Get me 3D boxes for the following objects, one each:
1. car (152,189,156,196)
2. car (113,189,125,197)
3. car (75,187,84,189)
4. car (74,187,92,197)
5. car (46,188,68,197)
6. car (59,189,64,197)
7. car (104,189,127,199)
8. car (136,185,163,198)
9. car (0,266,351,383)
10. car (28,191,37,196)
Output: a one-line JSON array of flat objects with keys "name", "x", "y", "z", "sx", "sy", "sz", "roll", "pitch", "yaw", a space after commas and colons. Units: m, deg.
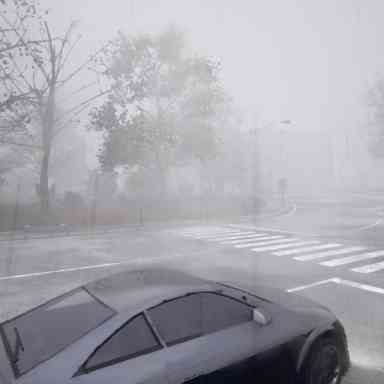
[{"name": "car", "x": -4.889, "y": 0.127, "z": 56.140, "sx": 2.231, "sy": 1.521, "sz": 4.892, "roll": -1, "pitch": 2, "yaw": 16}, {"name": "car", "x": -12.038, "y": 0.125, "z": 61.458, "sx": 2.185, "sy": 1.767, "sz": 4.553, "roll": -2, "pitch": 1, "yaw": 17}, {"name": "car", "x": -23.787, "y": 0.062, "z": 70.567, "sx": 2.435, "sy": 2.045, "sz": 5.566, "roll": 0, "pitch": 2, "yaw": 18}, {"name": "car", "x": -21.445, "y": 0.351, "z": 68.735, "sx": 2.163, "sy": 1.488, "sz": 4.792, "roll": -1, "pitch": 2, "yaw": 18}, {"name": "car", "x": -30.753, "y": 0.103, "z": 76.151, "sx": 2.185, "sy": 1.767, "sz": 4.553, "roll": 0, "pitch": 2, "yaw": 19}, {"name": "car", "x": -26.112, "y": 0.294, "z": 72.451, "sx": 2.231, "sy": 1.521, "sz": 4.892, "roll": -1, "pitch": 2, "yaw": 18}, {"name": "car", "x": -14.433, "y": 0.286, "z": 63.111, "sx": 1.946, "sy": 1.575, "sz": 5.366, "roll": -1, "pitch": 2, "yaw": 17}, {"name": "car", "x": -7.290, "y": -0.082, "z": 57.878, "sx": 2.435, "sy": 2.045, "sz": 5.566, "roll": -1, "pitch": 2, "yaw": 17}, {"name": "car", "x": -0.164, "y": 1.563, "z": 3.611, "sx": 4.181, "sy": 1.385, "sz": 1.994, "roll": 0, "pitch": 0, "yaw": -35}, {"name": "car", "x": -37.635, "y": 0.114, "z": 81.832, "sx": 2.097, "sy": 1.535, "sz": 5.008, "roll": 0, "pitch": 2, "yaw": 20}]
